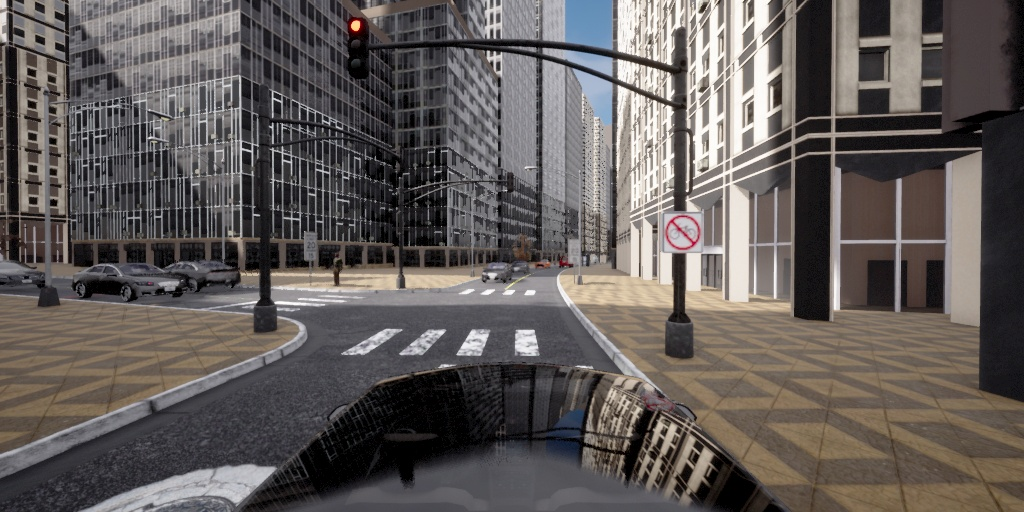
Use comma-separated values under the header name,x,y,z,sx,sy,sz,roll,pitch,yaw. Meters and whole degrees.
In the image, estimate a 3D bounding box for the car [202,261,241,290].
name,x,y,z,sx,sy,sz,roll,pitch,yaw
car,-16.359,1.006,18.407,4.902,1.511,2.128,1,1,17

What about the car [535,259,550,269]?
name,x,y,z,sx,sy,sz,roll,pitch,yaw
car,5.207,1.295,61.029,2.097,1.767,4.553,0,0,15

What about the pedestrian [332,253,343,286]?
name,x,y,z,sx,sy,sz,roll,pitch,yaw
pedestrian,-9.518,0.716,19.477,0.375,1.860,0.375,0,0,16

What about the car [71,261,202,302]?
name,x,y,z,sx,sy,sz,roll,pitch,yaw
car,-16.366,1.043,15.381,4.902,1.511,2.128,1,1,16

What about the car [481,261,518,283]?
name,x,y,z,sx,sy,sz,roll,pitch,yaw
car,-1.110,1.274,28.207,2.128,1.511,4.902,0,0,7

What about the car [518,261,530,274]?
name,x,y,z,sx,sy,sz,roll,pitch,yaw
car,0.897,1.330,41.612,2.128,1.511,4.902,0,0,10

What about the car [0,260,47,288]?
name,x,y,z,sx,sy,sz,roll,pitch,yaw
car,-25.926,0.941,18.180,4.674,1.442,1.812,1,1,17
